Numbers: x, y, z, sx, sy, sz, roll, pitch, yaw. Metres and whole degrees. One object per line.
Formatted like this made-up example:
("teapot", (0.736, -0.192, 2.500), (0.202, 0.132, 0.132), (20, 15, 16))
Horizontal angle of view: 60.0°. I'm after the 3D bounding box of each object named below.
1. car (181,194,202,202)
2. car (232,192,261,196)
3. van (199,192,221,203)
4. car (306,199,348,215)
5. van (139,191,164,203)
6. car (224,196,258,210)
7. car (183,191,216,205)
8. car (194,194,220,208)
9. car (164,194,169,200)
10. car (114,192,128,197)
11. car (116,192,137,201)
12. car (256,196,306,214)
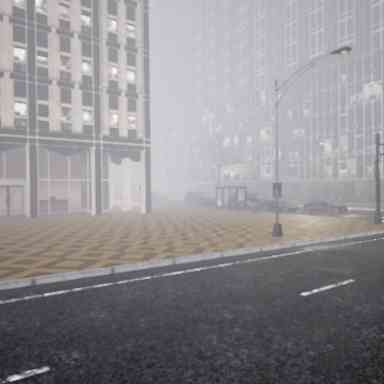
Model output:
("car", (-0.070, 1.080, 62.114), (1.802, 1.307, 4.206), (0, 1, -34))
("car", (7.152, 1.001, 41.256), (2.150, 2.045, 5.566), (-1, 1, -34))
("van", (3.135, 0.891, 57.418), (1.690, 1.788, 3.998), (0, 1, -34))
("car", (13.018, 1.437, 32.671), (1.994, 1.385, 4.181), (-1, 1, -34))
("van", (-6.990, 0.966, 57.387), (1.690, 1.788, 3.998), (0, 1, -34))
("car", (5.738, 1.415, 38.555), (1.802, 1.307, 4.206), (0, 1, -34))
("car", (1.117, 0.904, 50.110), (2.150, 2.045, 5.566), (-1, 1, -34))
("car", (2.581, 1.347, 43.281), (1.947, 1.339, 4.313), (0, 1, -34))
("car", (-6.481, 0.973, 71.502), (1.802, 1.307, 4.206), (0, 1, -34))
("car", (-19.303, 0.727, 90.274), (2.008, 1.369, 4.403), (0, 1, -34))
("car", (-13.402, 1.069, 66.776), (2.008, 1.369, 4.403), (0, 1, -34))
("car", (8.930, 1.451, 33.850), (1.947, 1.339, 4.313), (0, 1, -34))
